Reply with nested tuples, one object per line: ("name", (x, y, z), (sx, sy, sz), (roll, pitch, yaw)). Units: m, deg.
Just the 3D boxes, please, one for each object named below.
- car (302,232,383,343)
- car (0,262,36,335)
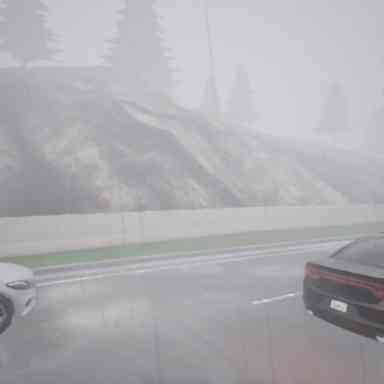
("car", (4.183, 1.453, 5.969), (5.008, 1.535, 1.882), (0, 0, -31))
("car", (-4.766, 1.463, 4.674), (4.674, 1.442, 1.812), (0, 0, -36))
